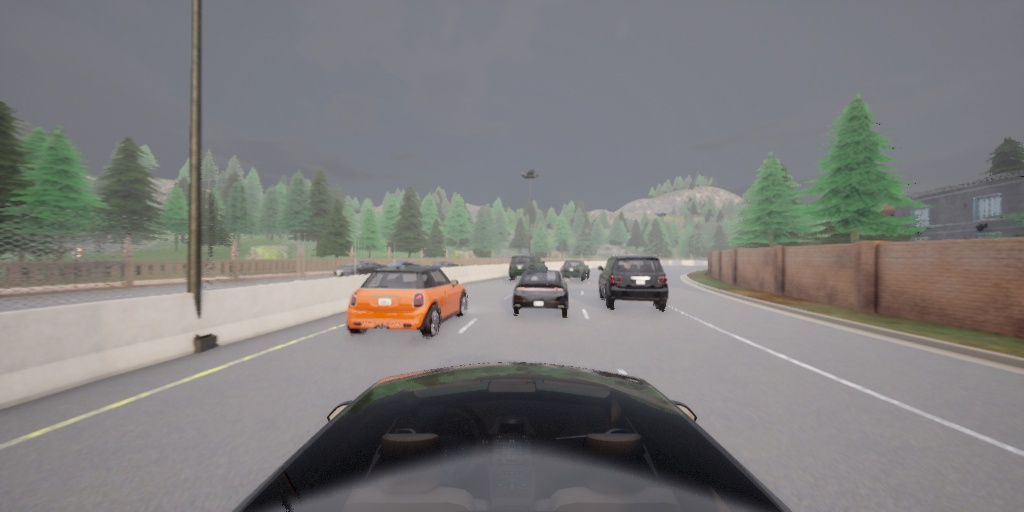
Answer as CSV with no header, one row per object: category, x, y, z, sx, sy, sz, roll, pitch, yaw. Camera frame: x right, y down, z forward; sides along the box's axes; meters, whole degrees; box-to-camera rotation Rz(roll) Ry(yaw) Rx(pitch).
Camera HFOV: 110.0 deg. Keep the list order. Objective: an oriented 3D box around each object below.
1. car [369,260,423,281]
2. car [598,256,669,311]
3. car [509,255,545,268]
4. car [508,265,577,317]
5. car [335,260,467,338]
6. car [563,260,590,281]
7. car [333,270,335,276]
car,-9.630,1.151,30.271,1.882,1.535,5.008,0,0,17
car,4.911,1.008,15.102,2.150,2.045,5.566,0,0,10
car,1.413,0.980,29.870,2.150,2.045,5.566,0,0,18
car,1.149,1.249,13.366,2.128,1.511,4.902,0,0,8
car,-2.727,1.080,10.396,2.097,1.767,4.553,0,0,6
car,5.431,1.142,30.685,2.097,1.767,4.553,1,0,19
car,-13.093,1.139,30.883,2.128,1.511,4.902,0,0,16
